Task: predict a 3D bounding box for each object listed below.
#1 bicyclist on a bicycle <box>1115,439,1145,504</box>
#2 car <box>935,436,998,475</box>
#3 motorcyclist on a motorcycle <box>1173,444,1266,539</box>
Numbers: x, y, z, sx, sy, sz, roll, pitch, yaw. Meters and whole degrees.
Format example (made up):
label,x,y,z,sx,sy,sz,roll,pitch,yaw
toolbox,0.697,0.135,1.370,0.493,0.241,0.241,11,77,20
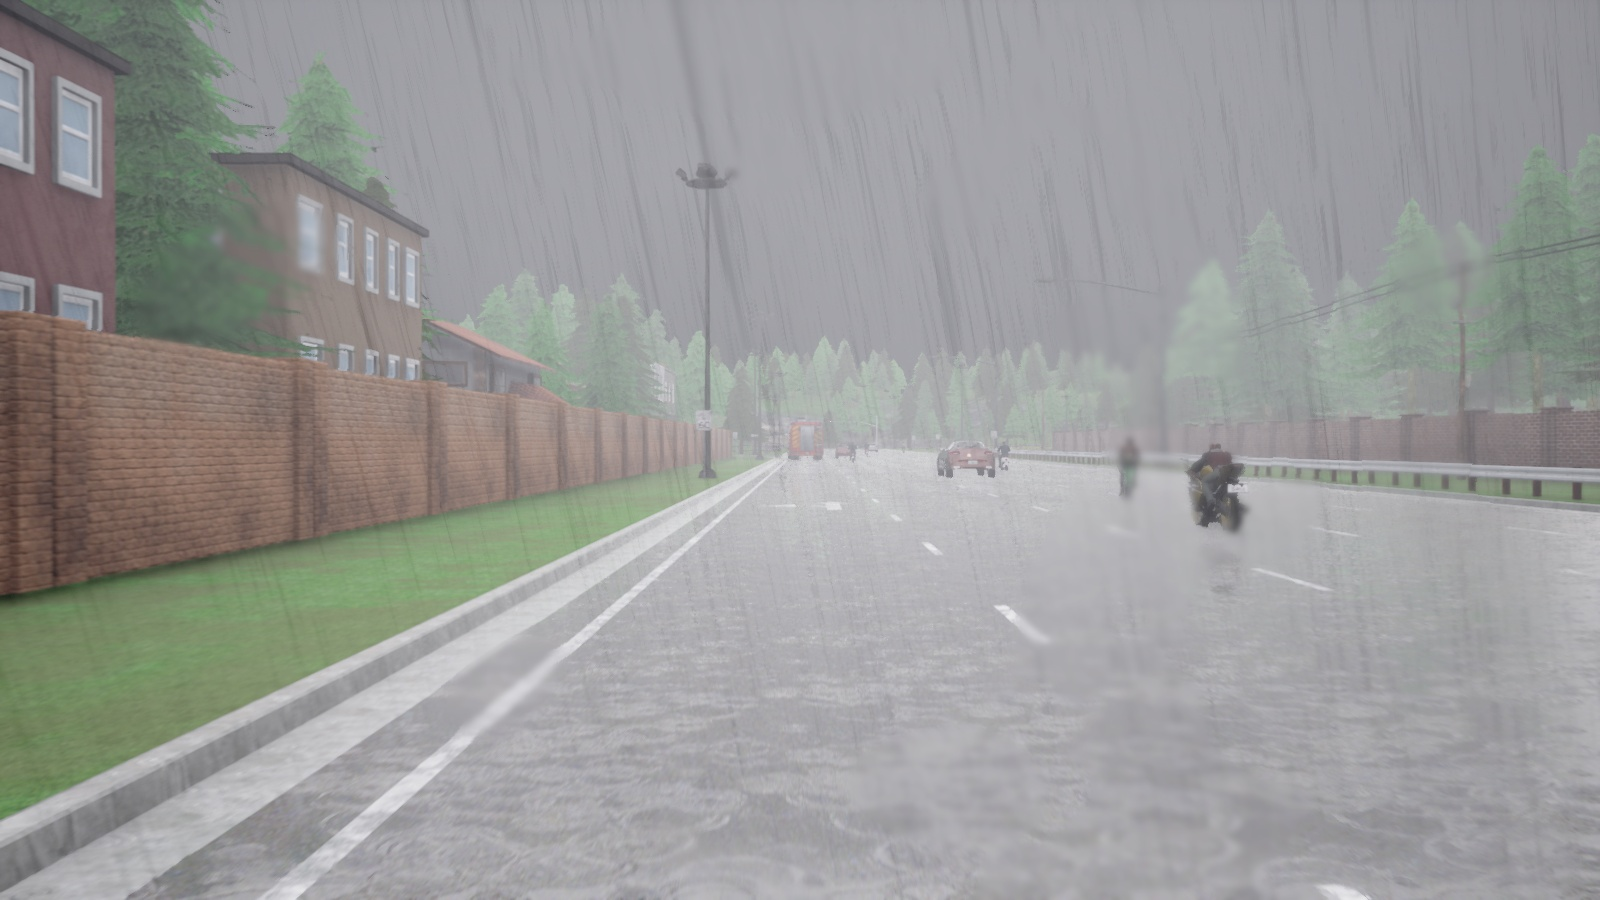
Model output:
label,x,y,z,sx,sy,sz,roll,pitch,yaw
bicyclist on a bicycle,8.462,0.525,32.151,0.582,1.620,1.656,0,0,21
car,7.330,0.217,55.622,2.152,1.651,5.027,0,0,0
motorcyclist on a motorcycle,7.137,0.666,21.483,0.866,1.530,2.191,0,0,0
